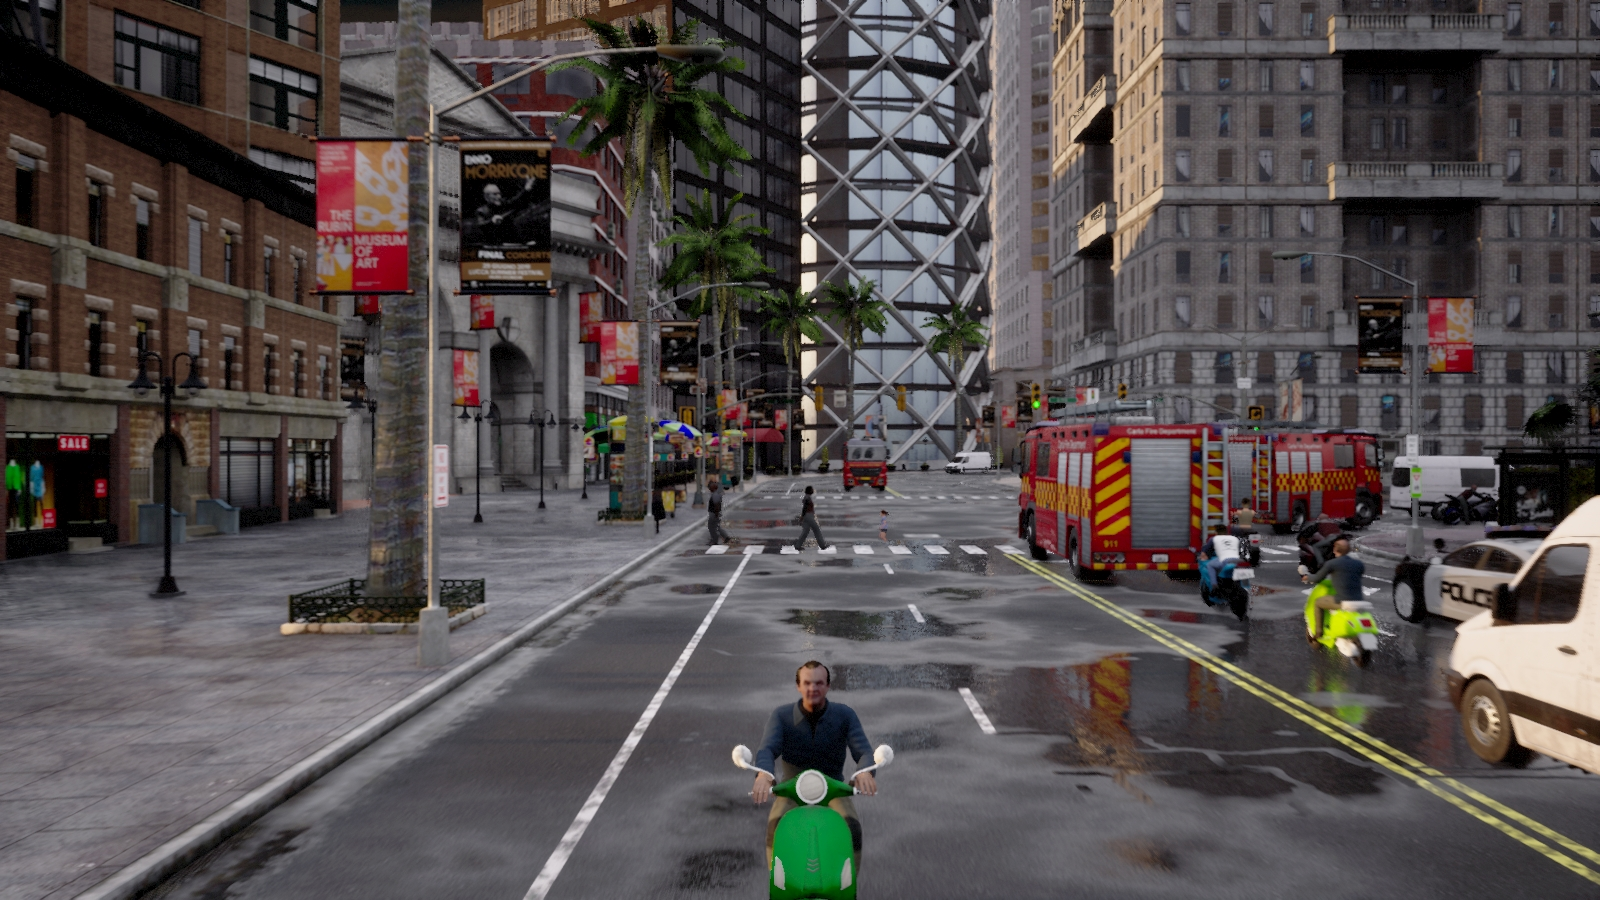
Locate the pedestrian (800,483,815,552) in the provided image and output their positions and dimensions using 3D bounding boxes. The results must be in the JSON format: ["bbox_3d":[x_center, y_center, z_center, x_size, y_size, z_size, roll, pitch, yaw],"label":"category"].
[{"bbox_3d":[0.208,1.848,31.403,0.375,1.860,0.375,0,0,-4],"label":"pedestrian"}]

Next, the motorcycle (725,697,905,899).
[{"bbox_3d":[0.085,2.182,6.312,0.856,1.236,1.805,0,0,1],"label":"motorcycle"}]

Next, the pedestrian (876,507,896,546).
[{"bbox_3d":[2.501,2.229,33.194,0.500,1.100,0.500,0,0,-5],"label":"pedestrian"}]

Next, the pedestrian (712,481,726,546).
[{"bbox_3d":[-2.370,1.849,33.342,0.375,1.860,0.375,0,0,0],"label":"pedestrian"}]

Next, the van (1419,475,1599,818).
[{"bbox_3d":[7.115,1.535,8.371,1.988,2.561,5.915,0,0,1],"label":"van"}]

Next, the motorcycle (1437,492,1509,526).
[{"bbox_3d":[25.291,2.206,42.969,2.209,1.251,0.867,0,0,-3],"label":"motorcycle"}]

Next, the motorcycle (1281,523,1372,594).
[{"bbox_3d":[10.793,2.206,23.511,0.867,1.251,2.209,0,0,1],"label":"motorcycle"}]

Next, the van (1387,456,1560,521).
[{"bbox_3d":[27.368,1.536,46.559,5.915,2.561,1.988,0,0,0],"label":"van"}]

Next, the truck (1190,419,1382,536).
[{"bbox_3d":[17.662,0.891,41.177,8.468,3.827,2.891,0,0,-40],"label":"truck"}]

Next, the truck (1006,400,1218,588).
[{"bbox_3d":[7.099,0.891,27.441,2.891,3.827,8.468,0,0,1],"label":"truck"}]

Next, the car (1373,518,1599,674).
[{"bbox_3d":[10.827,1.983,16.923,2.097,1.638,5.238,0,0,1],"label":"car"}]
